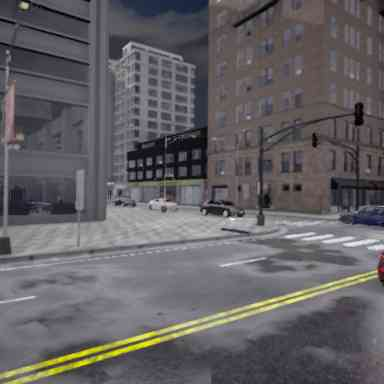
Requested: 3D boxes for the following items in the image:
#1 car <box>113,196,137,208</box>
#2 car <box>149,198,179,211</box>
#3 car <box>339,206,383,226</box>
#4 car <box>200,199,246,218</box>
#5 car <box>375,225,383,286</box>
[{"bbox_3d":[-9.316,1.356,46.043,1.837,1.490,4.892,1,0,-35],"label":"car"},{"bbox_3d":[-3.263,1.420,37.624,1.812,1.442,4.674,1,0,-36],"label":"car"},{"bbox_3d":[11.857,1.567,20.868,2.033,1.411,5.357,1,0,-20],"label":"car"},{"bbox_3d":[2.669,1.440,29.348,1.837,1.490,4.892,1,0,-36],"label":"car"},{"bbox_3d":[6.163,1.541,7.835,4.674,1.442,1.812,0,0,-35],"label":"car"}]
